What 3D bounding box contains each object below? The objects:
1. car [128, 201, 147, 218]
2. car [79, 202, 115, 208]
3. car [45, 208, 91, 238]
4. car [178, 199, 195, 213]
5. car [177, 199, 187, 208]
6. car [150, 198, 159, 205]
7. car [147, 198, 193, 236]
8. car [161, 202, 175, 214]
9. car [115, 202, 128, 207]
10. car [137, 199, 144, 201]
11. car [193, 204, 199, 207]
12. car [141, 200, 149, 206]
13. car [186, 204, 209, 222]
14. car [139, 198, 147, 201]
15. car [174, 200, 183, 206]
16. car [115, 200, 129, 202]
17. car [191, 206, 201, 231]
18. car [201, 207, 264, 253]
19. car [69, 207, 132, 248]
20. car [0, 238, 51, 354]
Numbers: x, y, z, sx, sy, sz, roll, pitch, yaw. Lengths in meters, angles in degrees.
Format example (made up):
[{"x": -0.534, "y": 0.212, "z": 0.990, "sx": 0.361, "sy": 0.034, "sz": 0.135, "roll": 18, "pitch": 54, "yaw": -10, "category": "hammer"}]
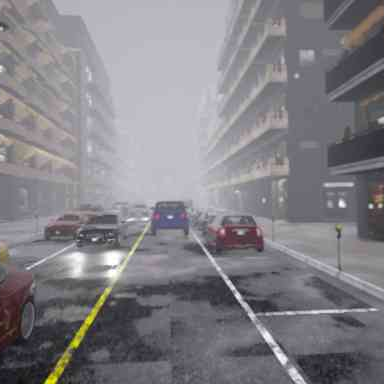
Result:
[{"x": -5.728, "y": 2.039, "z": 36.737, "sx": 1.812, "sy": 1.442, "sz": 4.674, "roll": -1, "pitch": -1, "yaw": -4, "category": "car"}, {"x": -7.502, "y": 1.709, "z": 24.929, "sx": 2.192, "sy": 1.841, "sz": 5.009, "roll": 0, "pitch": -1, "yaw": -4, "category": "car"}, {"x": -7.081, "y": 1.867, "z": 19.374, "sx": 1.887, "sy": 1.381, "sz": 4.507, "roll": 0, "pitch": -1, "yaw": -4, "category": "car"}, {"x": -0.826, "y": 1.898, "z": 47.735, "sx": 2.192, "sy": 1.841, "sz": 5.009, "roll": 0, "pitch": -1, "yaw": -4, "category": "car"}, {"x": -2.009, "y": 2.294, "z": 67.295, "sx": 1.801, "sy": 1.575, "sz": 5.366, "roll": -1, "pitch": -1, "yaw": -4, "category": "car"}, {"x": -8.837, "y": 2.150, "z": 77.931, "sx": 1.882, "sy": 1.535, "sz": 5.008, "roll": -1, "pitch": -1, "yaw": -4, "category": "car"}, {"x": -1.388, "y": 1.487, "z": 20.696, "sx": 2.150, "sy": 2.045, "sz": 5.566, "roll": -1, "pitch": 0, "yaw": -4, "category": "car"}, {"x": -3.275, "y": 2.114, "z": 45.585, "sx": 1.812, "sy": 1.442, "sz": 4.674, "roll": -1, "pitch": -1, "yaw": -4, "category": "car"}, {"x": -8.331, "y": 2.062, "z": 35.859, "sx": 1.752, "sy": 1.417, "sz": 4.829, "roll": 0, "pitch": -1, "yaw": -4, "category": "car"}, {"x": -10.026, "y": 2.397, "z": 58.235, "sx": 1.947, "sy": 1.339, "sz": 4.313, "roll": 0, "pitch": -1, "yaw": -4, "category": "car"}, {"x": 0.857, "y": 1.844, "z": 25.526, "sx": 2.008, "sy": 1.369, "sz": 4.403, "roll": 0, "pitch": -1, "yaw": -4, "category": "car"}, {"x": -12.129, "y": 2.782, "z": 85.991, "sx": 1.802, "sy": 1.307, "sz": 4.206, "roll": 0, "pitch": -1, "yaw": -4, "category": "car"}, {"x": 0.423, "y": 1.893, "z": 31.248, "sx": 1.752, "sy": 1.417, "sz": 4.829, "roll": 0, "pitch": -1, "yaw": -4, "category": "car"}, {"x": -11.288, "y": 2.367, "z": 74.891, "sx": 2.192, "sy": 1.841, "sz": 5.009, "roll": 0, "pitch": -1, "yaw": -4, "category": "car"}, {"x": -3.350, "y": 2.591, "z": 81.041, "sx": 1.947, "sy": 1.339, "sz": 4.313, "roll": 0, "pitch": -1, "yaw": -4, "category": "car"}, {"x": -8.764, "y": 1.926, "z": 41.583, "sx": 2.192, "sy": 1.841, "sz": 5.009, "roll": 0, "pitch": -1, "yaw": -4, "category": "car"}, {"x": 1.277, "y": 1.772, "z": 19.975, "sx": 2.008, "sy": 1.369, "sz": 4.403, "roll": 0, "pitch": -1, "yaw": -4, "category": "car"}, {"x": 1.698, "y": 1.589, "z": 14.425, "sx": 1.967, "sy": 1.590, "sz": 4.097, "roll": 0, "pitch": -1, "yaw": -4, "category": "car"}, {"x": -4.264, "y": 1.752, "z": 16.345, "sx": 1.837, "sy": 1.490, "sz": 4.892, "roll": -1, "pitch": 0, "yaw": -4, "category": "car"}, {"x": -3.319, "y": 1.614, "z": 3.826, "sx": 1.812, "sy": 1.442, "sz": 4.674, "roll": -1, "pitch": -1, "yaw": -6, "category": "car"}]
